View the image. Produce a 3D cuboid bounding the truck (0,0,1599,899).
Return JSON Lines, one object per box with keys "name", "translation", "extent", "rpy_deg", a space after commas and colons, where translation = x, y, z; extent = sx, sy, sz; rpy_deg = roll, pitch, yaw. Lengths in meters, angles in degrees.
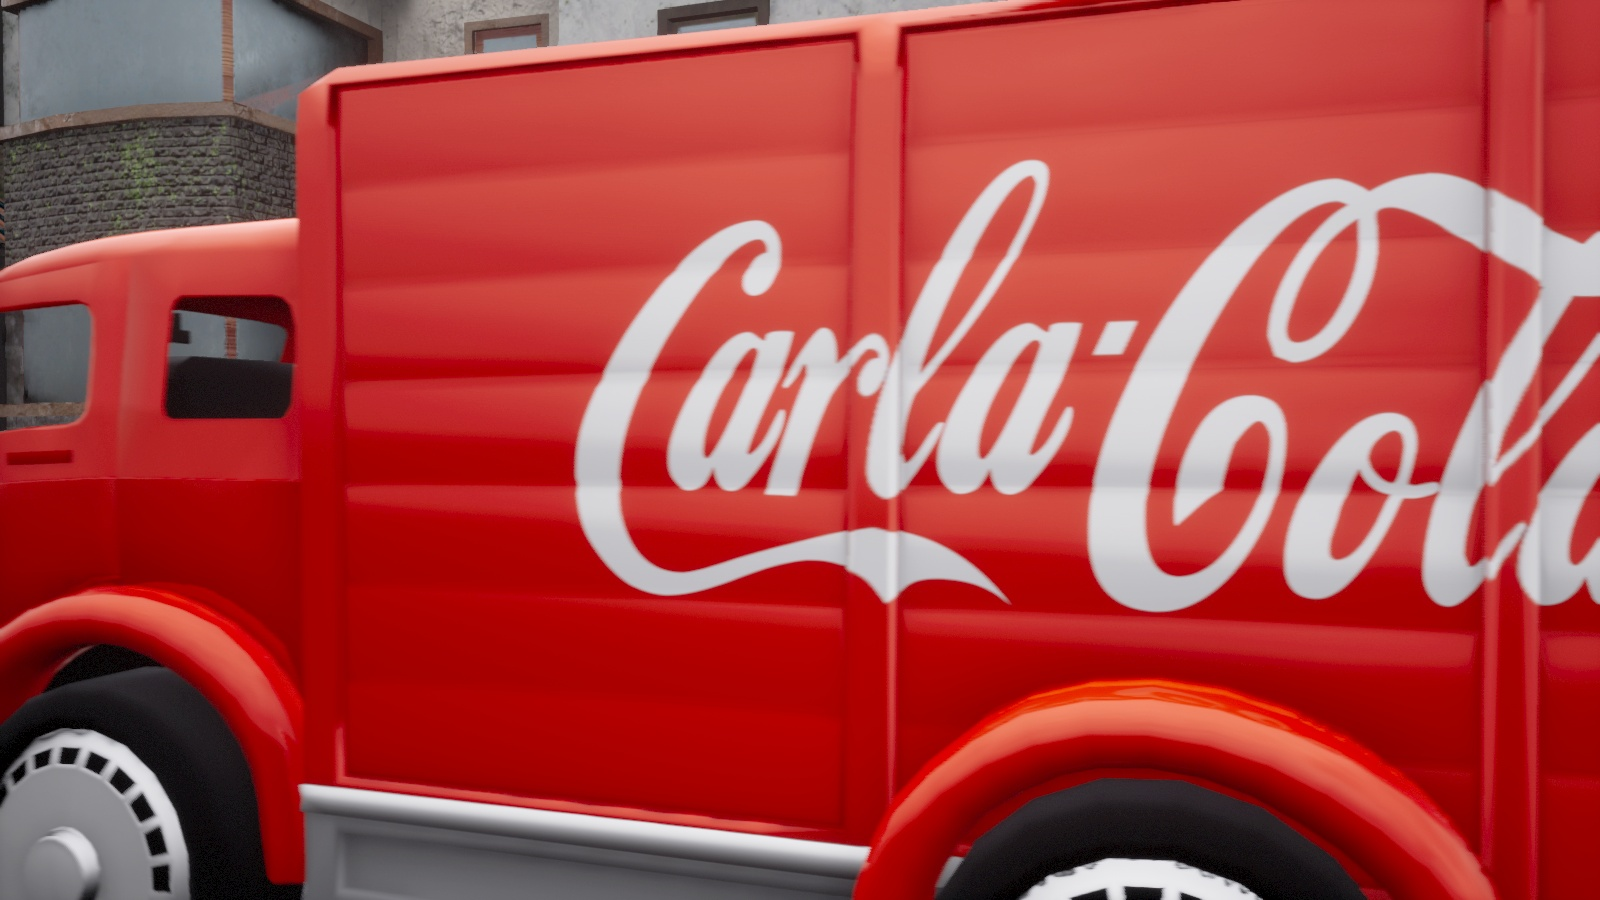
{"name": "truck", "translation": [-0.207, 0.278, 3.782], "extent": [5.204, 2.467, 2.627], "rpy_deg": [1, 1, 19]}
